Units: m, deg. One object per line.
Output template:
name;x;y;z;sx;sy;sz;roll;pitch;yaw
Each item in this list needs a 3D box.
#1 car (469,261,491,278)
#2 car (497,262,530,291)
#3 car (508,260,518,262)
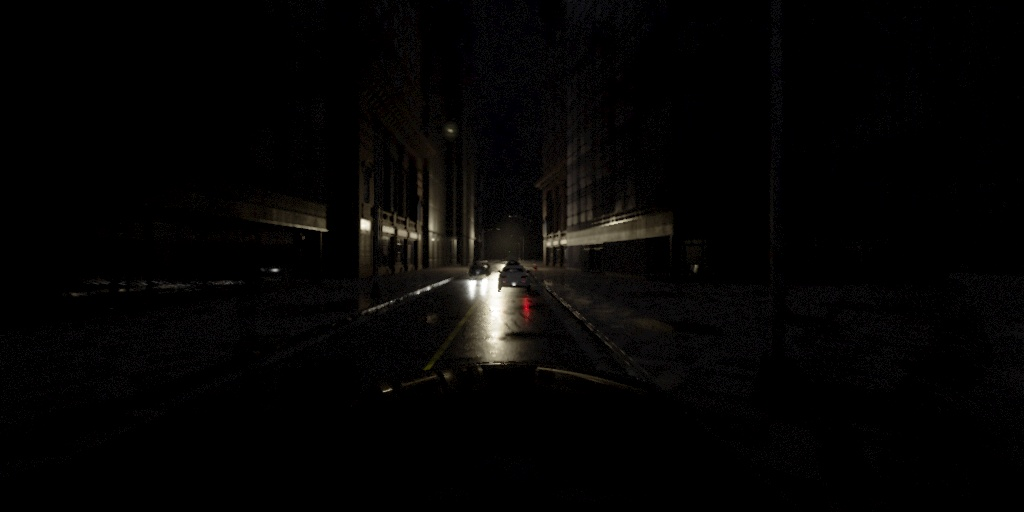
car;-3.024;1.251;34.564;2.128;1.511;4.902;0;0;1
car;0.105;1.282;21.570;1.812;1.442;4.674;0;0;0
car;0.112;1.287;45.669;1.812;1.442;4.674;0;0;0
